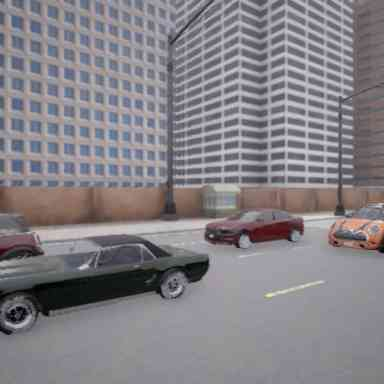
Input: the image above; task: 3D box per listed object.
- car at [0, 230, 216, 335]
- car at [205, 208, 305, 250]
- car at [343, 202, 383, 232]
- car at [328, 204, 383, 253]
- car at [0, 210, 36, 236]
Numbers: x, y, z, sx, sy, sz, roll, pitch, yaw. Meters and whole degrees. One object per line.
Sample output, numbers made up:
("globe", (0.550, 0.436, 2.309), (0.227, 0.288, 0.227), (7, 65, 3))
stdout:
("car", (-1.999, 1.600, 6.844), (4.718, 1.301, 1.895), (0, 0, -35))
("car", (2.823, 1.473, 14.546), (5.008, 1.535, 1.882), (0, 0, -35))
("car", (11.724, 1.470, 20.830), (5.008, 1.535, 1.882), (0, 0, -35))
("car", (7.624, 1.347, 13.634), (4.553, 1.767, 2.097), (0, 0, -35))
("car", (-6.153, 1.350, 8.189), (4.553, 1.767, 2.097), (0, 0, -35))
